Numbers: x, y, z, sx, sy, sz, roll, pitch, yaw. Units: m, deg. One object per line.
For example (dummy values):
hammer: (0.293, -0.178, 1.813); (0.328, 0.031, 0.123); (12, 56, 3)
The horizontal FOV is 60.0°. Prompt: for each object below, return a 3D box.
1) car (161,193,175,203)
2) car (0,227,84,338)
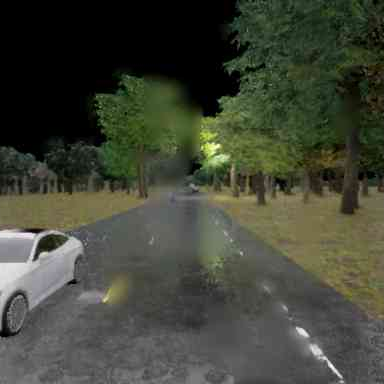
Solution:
car: (-3.577, 0.847, 50.440); (1.882, 1.535, 5.008); (0, 1, 0)
car: (-3.604, 1.507, 6.705); (1.812, 1.442, 4.674); (0, 0, 0)
